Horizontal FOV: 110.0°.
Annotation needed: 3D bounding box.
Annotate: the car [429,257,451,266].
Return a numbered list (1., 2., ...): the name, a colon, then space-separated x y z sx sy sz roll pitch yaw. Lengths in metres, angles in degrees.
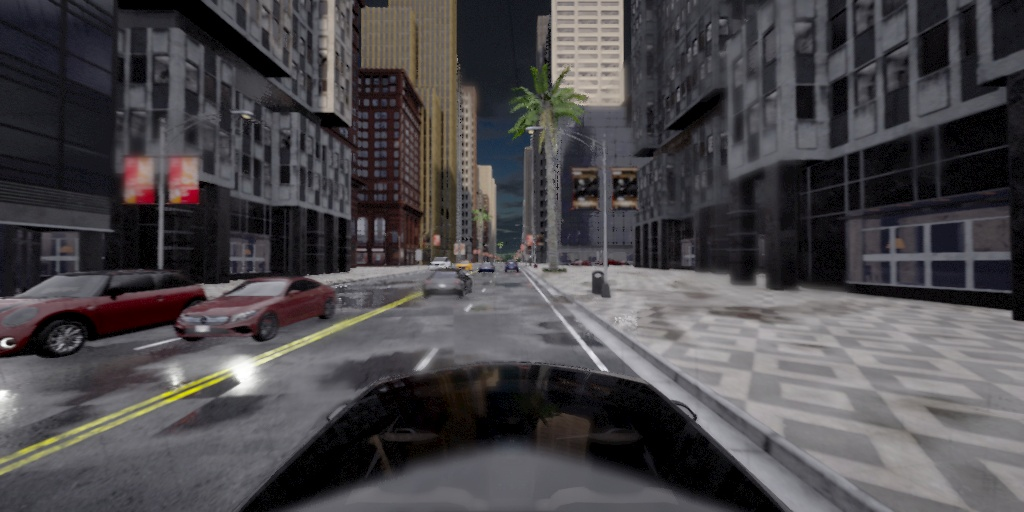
1. car: -9.923 1.135 49.987 2.150 2.045 5.566 0 0 0

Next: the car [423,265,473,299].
1. car: -3.184 1.342 18.475 1.994 1.385 4.181 0 0 0

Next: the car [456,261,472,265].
1. car: -6.674 1.390 50.301 1.882 1.535 5.008 0 0 0

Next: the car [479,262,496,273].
1. car: -3.244 1.450 47.058 1.994 1.385 4.181 0 0 0

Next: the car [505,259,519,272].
1. car: -0.006 1.429 50.330 1.812 1.442 4.674 0 -1 1

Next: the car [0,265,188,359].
1. car: -9.860 1.123 8.496 2.097 1.767 4.553 0 0 0

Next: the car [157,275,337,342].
1. car: -6.605 1.294 9.963 1.812 1.442 4.674 0 0 0
